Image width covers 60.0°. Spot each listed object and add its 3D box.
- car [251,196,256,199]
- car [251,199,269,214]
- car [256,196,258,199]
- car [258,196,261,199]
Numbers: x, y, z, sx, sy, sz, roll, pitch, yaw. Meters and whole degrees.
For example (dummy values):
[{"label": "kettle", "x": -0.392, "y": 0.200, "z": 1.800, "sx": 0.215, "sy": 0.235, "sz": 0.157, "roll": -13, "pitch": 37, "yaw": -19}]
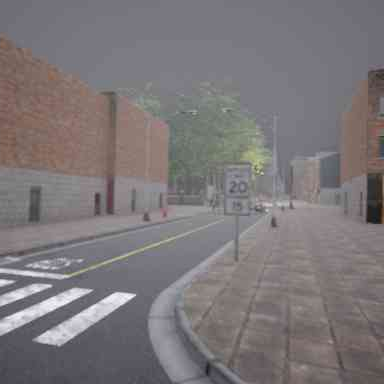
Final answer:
[{"label": "car", "x": 12.591, "y": 2.047, "z": 75.278, "sx": 2.008, "sy": 1.369, "sz": 4.403, "roll": 2, "pitch": 0, "yaw": 16}, {"label": "car", "x": 7.599, "y": 1.834, "z": 39.434, "sx": 1.895, "sy": 1.301, "sz": 4.718, "roll": 1, "pitch": 0, "yaw": 17}, {"label": "car", "x": 14.121, "y": 2.120, "z": 80.509, "sx": 1.947, "sy": 1.339, "sz": 4.313, "roll": 2, "pitch": 0, "yaw": 16}, {"label": "car", "x": 17.182, "y": 2.259, "z": 90.969, "sx": 1.802, "sy": 1.307, "sz": 4.206, "roll": 2, "pitch": 0, "yaw": 16}]
